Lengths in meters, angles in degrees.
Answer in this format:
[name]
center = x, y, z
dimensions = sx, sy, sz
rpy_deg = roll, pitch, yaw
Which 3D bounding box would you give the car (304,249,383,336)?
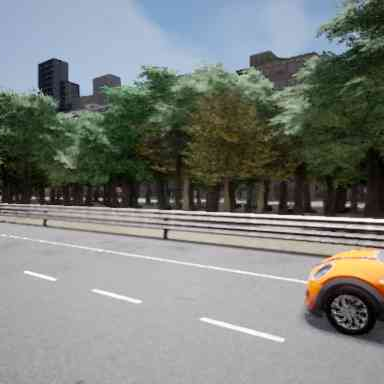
[car]
center = 4.186, 1.352, 5.182
dimensions = 4.553, 1.767, 2.097
rpy_deg = 0, 0, 35
